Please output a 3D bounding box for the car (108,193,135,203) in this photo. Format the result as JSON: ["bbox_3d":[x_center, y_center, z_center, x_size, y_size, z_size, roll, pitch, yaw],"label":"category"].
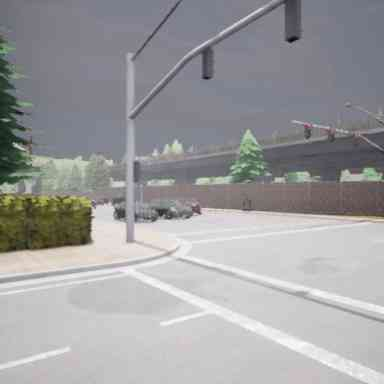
[{"bbox_3d":[-10.834,1.202,52.606,2.150,2.045,5.566,0,0,-35],"label":"car"}]

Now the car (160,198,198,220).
[{"bbox_3d":[-1.875,1.321,27.643,2.097,1.767,4.553,0,0,-35],"label":"car"}]

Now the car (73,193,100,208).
[{"bbox_3d":[-15.204,1.192,46.478,2.150,2.045,5.566,0,0,-35],"label":"car"}]

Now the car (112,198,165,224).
[{"bbox_3d":[-4.269,1.467,24.967,1.837,1.490,4.892,0,0,-35],"label":"car"}]

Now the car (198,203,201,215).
[{"bbox_3d":[-1.074,1.327,32.897,2.097,1.767,4.553,0,0,-35],"label":"car"}]

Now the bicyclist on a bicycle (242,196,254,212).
[{"bbox_3d":[5.992,1.288,35.533,1.656,1.620,0.582,0,0,-35],"label":"bicyclist on a bicycle"}]

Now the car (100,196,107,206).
[{"bbox_3d":[-16.045,1.326,53.953,2.097,1.767,4.553,0,0,-35],"label":"car"}]
